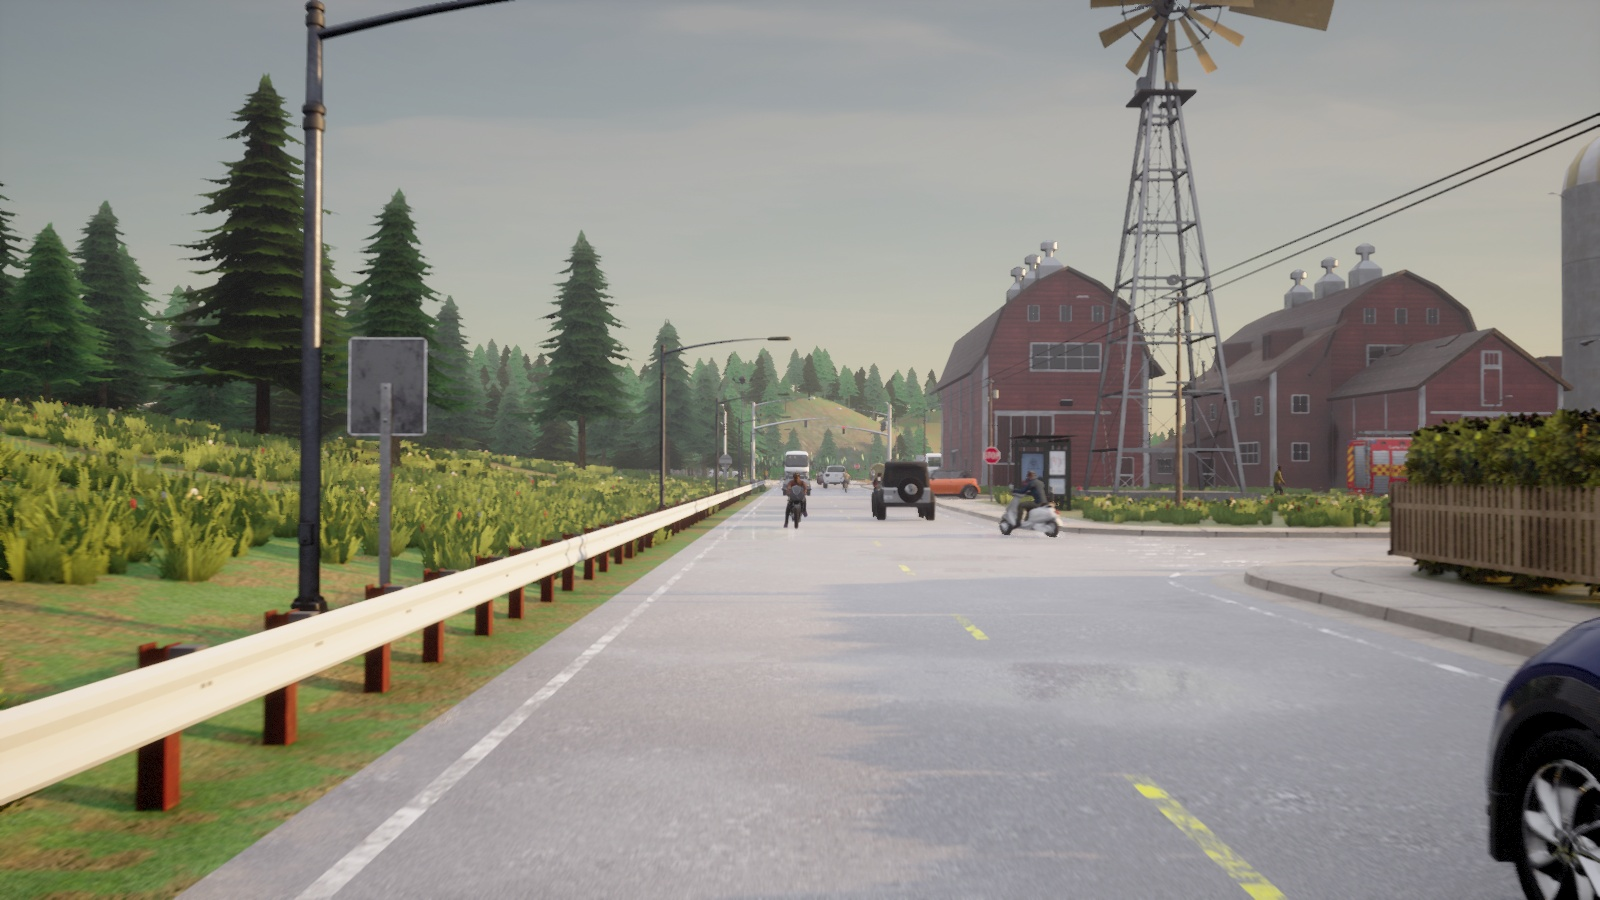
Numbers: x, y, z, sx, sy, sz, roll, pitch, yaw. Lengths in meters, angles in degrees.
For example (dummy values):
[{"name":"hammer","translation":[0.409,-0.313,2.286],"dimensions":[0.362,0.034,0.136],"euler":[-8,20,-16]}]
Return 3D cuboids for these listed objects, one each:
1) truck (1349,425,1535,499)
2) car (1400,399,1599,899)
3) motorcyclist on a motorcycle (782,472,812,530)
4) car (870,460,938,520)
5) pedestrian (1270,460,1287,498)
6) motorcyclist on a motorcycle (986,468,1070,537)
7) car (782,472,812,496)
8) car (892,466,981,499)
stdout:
[{"name":"truck","translation":[34.319,0.639,67.300],"dimensions":[8.468,3.827,2.891],"euler":[0,-1,-1]},{"name":"car","translation":[3.492,0.706,2.804],"dimensions":[2.097,1.767,4.553],"euler":[0,-1,0]},{"name":"motorcyclist on a motorcycle","translation":[-0.083,1.374,34.466],"dimensions":[0.797,1.523,2.044],"euler":[0,-1,0]},{"name":"car","translation":[3.398,1.293,41.594],"dimensions":[1.905,1.878,3.866],"euler":[0,-1,0]},{"name":"pedestrian","translation":[22.777,1.379,59.779],"dimensions":[0.709,1.840,0.431],"euler":[0,-1,14]},{"name":"motorcyclist on a motorcycle","translation":[5.486,1.253,30.281],"dimensions":[0.866,1.590,1.817],"euler":[3,-3,-45]},{"name":"car","translation":[-0.194,2.169,80.078],"dimensions":[1.816,1.474,4.193],"euler":[0,-1,0]},{"name":"car","translation":[7.583,1.815,70.055],"dimensions":[4.553,1.767,2.097],"euler":[0,-1,-5]}]
